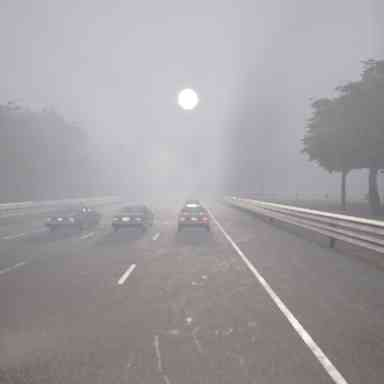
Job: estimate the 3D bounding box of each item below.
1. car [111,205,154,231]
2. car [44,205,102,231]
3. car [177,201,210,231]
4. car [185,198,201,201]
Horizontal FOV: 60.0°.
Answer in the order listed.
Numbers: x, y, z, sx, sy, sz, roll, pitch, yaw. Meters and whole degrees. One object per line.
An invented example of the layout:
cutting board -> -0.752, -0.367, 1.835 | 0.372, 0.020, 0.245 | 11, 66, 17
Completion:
car -> -3.406, 1.473, 19.916 | 2.033, 1.411, 5.357 | 0, 0, 0
car -> -6.906, 1.473, 19.879 | 2.033, 1.411, 5.357 | 0, 0, 0
car -> 0.095, 1.472, 20.029 | 2.033, 1.411, 5.357 | 0, 0, 0
car -> 0.091, 1.410, 40.780 | 1.994, 1.385, 4.181 | 0, 0, 0
